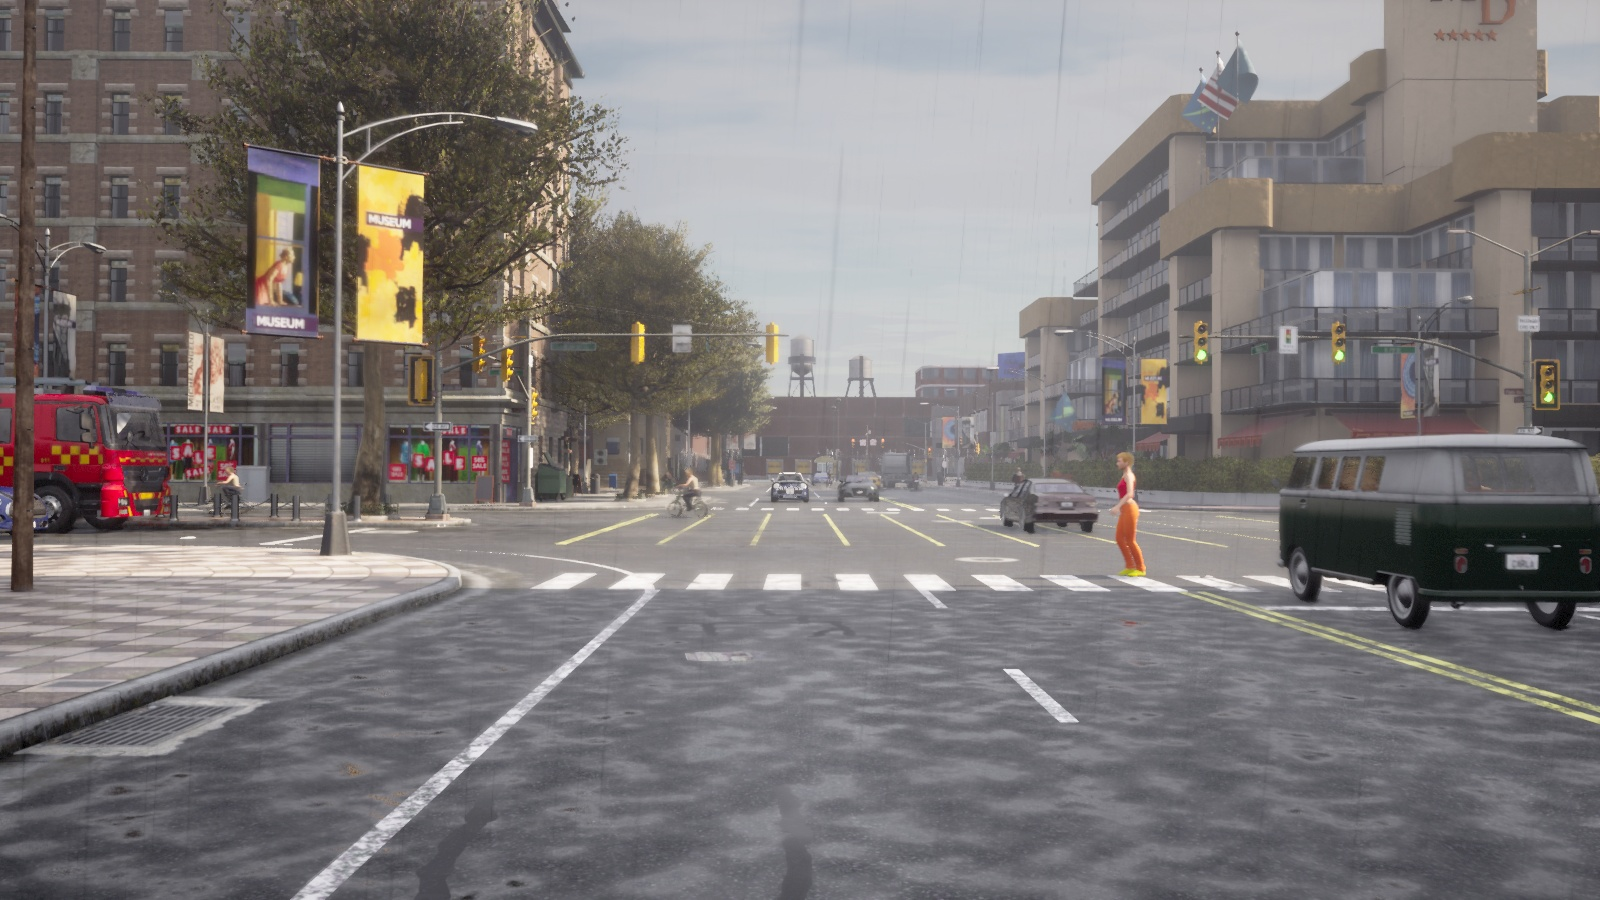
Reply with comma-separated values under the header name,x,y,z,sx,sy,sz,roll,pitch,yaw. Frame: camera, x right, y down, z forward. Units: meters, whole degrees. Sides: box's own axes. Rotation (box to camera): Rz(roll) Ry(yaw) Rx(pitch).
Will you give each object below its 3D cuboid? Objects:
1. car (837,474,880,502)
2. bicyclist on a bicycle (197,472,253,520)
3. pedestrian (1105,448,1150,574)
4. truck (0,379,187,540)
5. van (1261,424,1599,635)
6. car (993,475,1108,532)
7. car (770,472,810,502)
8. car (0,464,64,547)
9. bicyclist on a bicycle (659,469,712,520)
name,x,y,z,sx,sy,sz,roll,pitch,yaw
car,2.995,1.956,65.030,1.994,1.385,4.181,0,-1,-1
bicyclist on a bicycle,-19.574,1.546,42.760,1.509,1.612,0.866,0,-1,0
pedestrian,4.811,0.895,18.473,0.594,1.836,0.345,0,-1,7
truck,-20.230,0.255,31.284,8.468,3.827,2.891,0,-1,0
van,6.895,0.777,14.074,1.775,1.987,4.442,0,-1,0
car,6.738,1.411,34.354,2.033,1.411,5.357,0,-1,0
car,-0.490,1.848,63.661,1.970,1.475,3.806,0,-1,0
car,-19.190,1.215,27.790,4.553,1.767,2.097,0,-1,1
bicyclist on a bicycle,-3.775,1.461,41.503,1.509,1.612,0.866,-1,0,23
